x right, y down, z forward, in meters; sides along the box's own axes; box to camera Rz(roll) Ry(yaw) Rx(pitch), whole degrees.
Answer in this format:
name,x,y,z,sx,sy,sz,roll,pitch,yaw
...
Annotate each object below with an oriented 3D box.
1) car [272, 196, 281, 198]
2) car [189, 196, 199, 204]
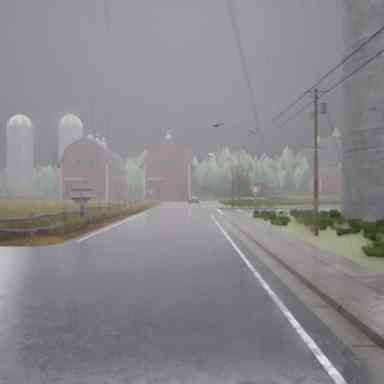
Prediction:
name,x,y,z,sx,sy,sz,roll,pitch,yaw
car,21.365,1.607,81.151,4.718,1.301,1.895,0,0,0
car,0.330,1.535,64.135,1.812,1.442,4.674,0,0,2
